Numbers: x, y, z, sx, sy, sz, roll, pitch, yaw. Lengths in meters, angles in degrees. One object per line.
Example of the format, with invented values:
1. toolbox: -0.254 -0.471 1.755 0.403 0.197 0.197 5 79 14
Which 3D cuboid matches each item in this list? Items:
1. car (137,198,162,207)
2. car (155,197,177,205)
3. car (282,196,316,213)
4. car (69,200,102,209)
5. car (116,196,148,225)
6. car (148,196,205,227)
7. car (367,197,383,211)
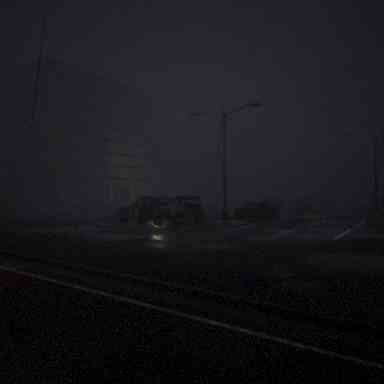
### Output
1. car: -7.082 1.746 55.653 1.994 1.385 4.181 0 0 34
2. car: -5.019 1.761 64.887 1.812 1.442 4.674 0 0 34
3. car: 11.263 1.448 34.921 1.970 1.475 3.806 0 0 34
4. car: -15.714 1.799 49.102 1.895 1.301 4.718 0 0 34
5. car: -3.124 1.231 23.625 1.932 1.855 4.605 0 0 34
6. car: -0.756 1.220 21.960 1.905 1.878 3.866 0 0 34
7. car: 24.495 1.422 44.207 1.970 1.475 3.806 0 0 34
